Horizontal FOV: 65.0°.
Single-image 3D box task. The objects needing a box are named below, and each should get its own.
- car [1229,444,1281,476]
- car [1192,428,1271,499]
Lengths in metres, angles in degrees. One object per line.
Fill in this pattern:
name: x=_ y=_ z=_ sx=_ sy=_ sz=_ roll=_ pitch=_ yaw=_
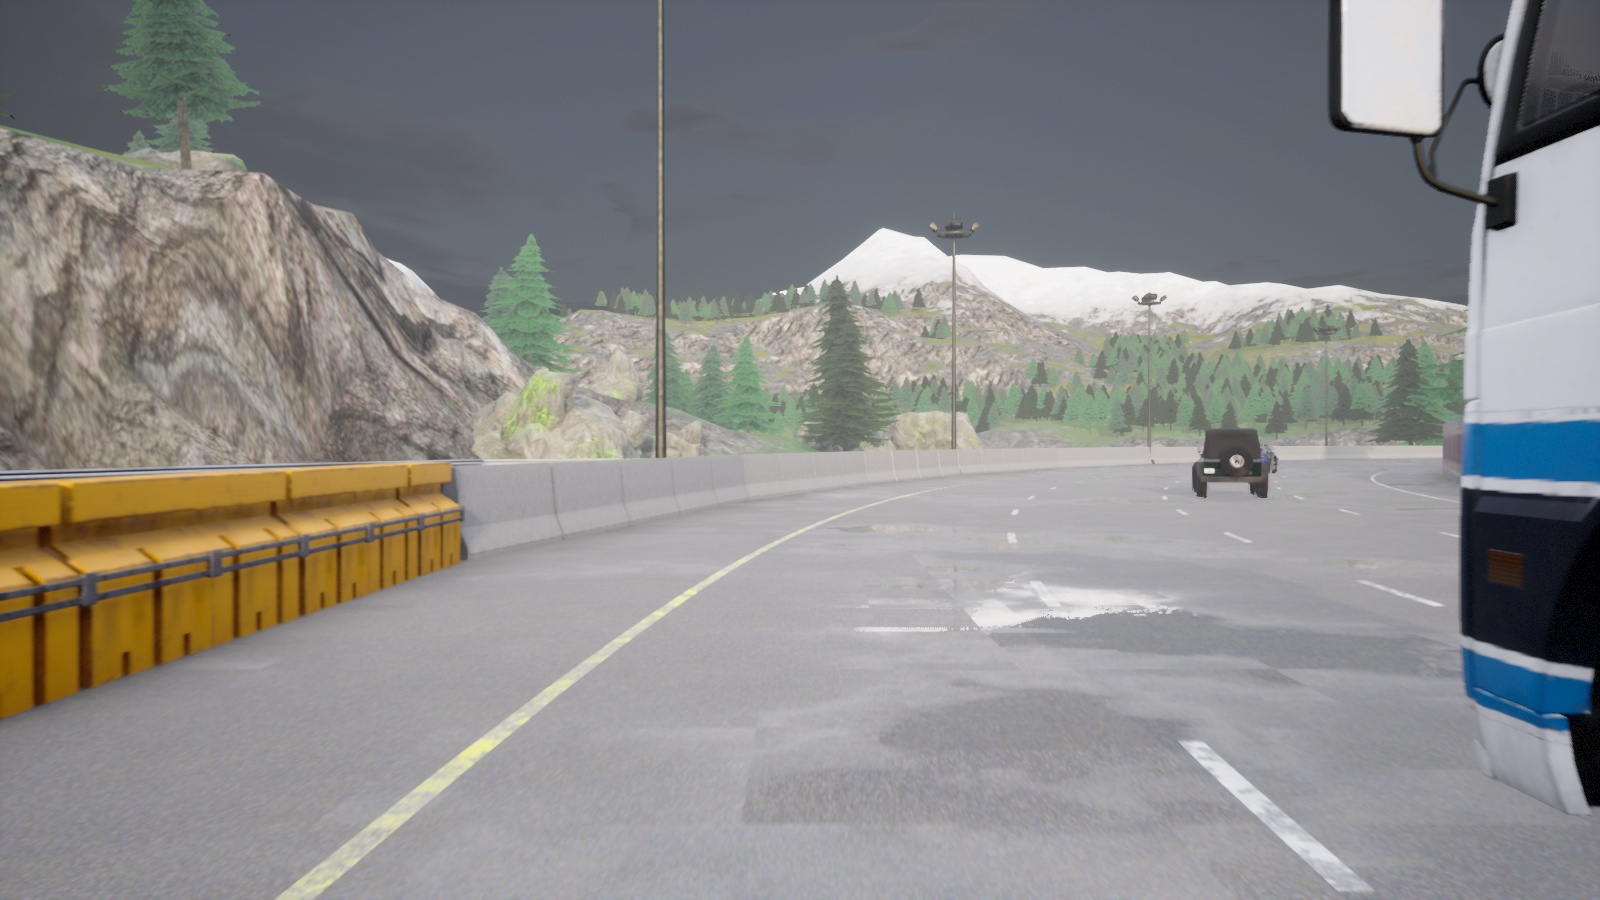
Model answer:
car: x=21.841 y=0.442 z=60.201 sx=1.816 sy=1.474 sz=4.193 roll=0 pitch=0 yaw=27
car: x=12.108 y=0.355 z=35.435 sx=1.905 sy=1.878 sz=3.866 roll=0 pitch=0 yaw=16
